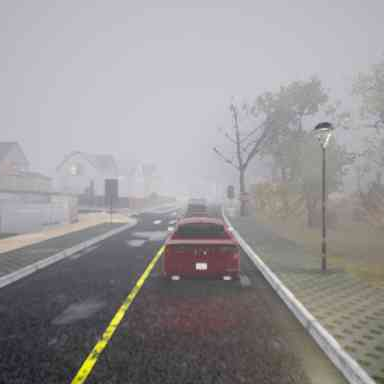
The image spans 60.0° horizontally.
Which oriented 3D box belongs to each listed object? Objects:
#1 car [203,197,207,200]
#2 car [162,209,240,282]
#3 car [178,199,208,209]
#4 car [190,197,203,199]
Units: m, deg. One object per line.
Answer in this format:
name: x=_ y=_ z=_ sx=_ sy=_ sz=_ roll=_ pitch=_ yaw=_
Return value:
car: x=2.070 y=1.825 z=67.849 sx=1.882 sy=1.535 sz=5.008 roll=0 pitch=0 yaw=8
car: x=0.263 y=1.493 z=9.854 sx=1.882 sy=1.535 sz=5.008 roll=0 pitch=0 yaw=1
car: x=0.120 y=1.570 z=25.080 sx=1.837 sy=1.490 sz=4.892 roll=0 pitch=0 yaw=-9
car: x=0.187 y=1.732 z=53.061 sx=1.812 sy=1.442 sz=4.674 roll=0 pitch=0 yaw=6
